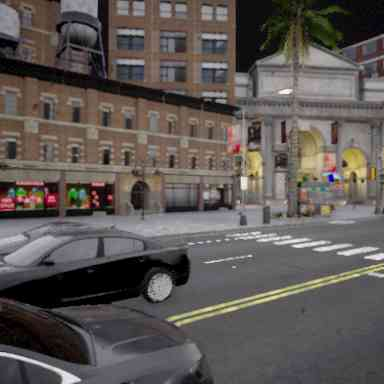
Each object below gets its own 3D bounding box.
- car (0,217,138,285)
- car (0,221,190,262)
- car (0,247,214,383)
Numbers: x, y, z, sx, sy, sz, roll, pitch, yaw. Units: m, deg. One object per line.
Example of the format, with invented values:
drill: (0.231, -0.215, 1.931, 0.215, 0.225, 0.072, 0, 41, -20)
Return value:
car: (-3.950, 1.568, 9.773, 4.181, 1.385, 1.994, 0, 0, -35)
car: (-2.347, 1.481, 6.618, 5.008, 1.535, 1.882, 0, 0, -36)
car: (-2.048, 1.503, 2.284, 4.892, 1.490, 1.837, 0, 0, -36)
